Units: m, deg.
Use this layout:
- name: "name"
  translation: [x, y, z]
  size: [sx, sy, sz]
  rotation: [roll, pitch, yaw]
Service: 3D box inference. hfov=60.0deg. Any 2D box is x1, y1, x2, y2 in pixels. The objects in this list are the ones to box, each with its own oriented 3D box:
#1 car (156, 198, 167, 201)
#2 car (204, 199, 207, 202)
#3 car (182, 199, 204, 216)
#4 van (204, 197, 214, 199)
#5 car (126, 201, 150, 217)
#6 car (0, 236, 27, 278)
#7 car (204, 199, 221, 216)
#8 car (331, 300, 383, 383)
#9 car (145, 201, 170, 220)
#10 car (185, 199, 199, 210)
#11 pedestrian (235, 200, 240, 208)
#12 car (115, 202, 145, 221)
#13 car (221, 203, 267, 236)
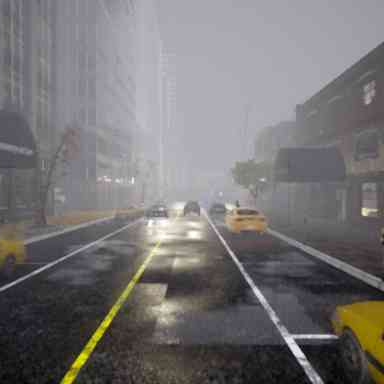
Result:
- name: "car"
  translation: [-5.725, 1.861, 63.285]
  size: [1.967, 1.590, 4.097]
  rotation: [-1, 0, 0]
- name: "car"
  translation: [2.665, 1.855, 41.135]
  size: [1.802, 1.307, 4.206]
  rotation: [-1, 0, 0]
- name: "car"
  translation: [0.020, 1.746, 36.168]
  size: [1.837, 1.490, 4.892]
  rotation: [0, 0, 1]
- name: "van"
  translation: [2.658, 1.688, 52.205]
  size: [1.690, 1.788, 3.998]
  rotation: [-1, 0, 0]
- name: "car"
  translation: [-5.714, 1.762, 35.440]
  size: [1.752, 1.417, 4.829]
  rotation: [-1, 0, 0]
- name: "car"
  translation: [-5.704, 1.578, 7.767]
  size: [1.752, 1.417, 4.829]
  rotation: [-1, 0, 0]
- name: "car"
  translation: [2.667, 1.802, 35.601]
  size: [1.947, 1.339, 4.313]
  rotation: [-1, 0, 0]
- name: "car"
  translation: [2.678, 1.543, 2.565]
  size: [1.752, 1.417, 4.829]
  rotation: [-1, 0, 0]
- name: "car"
  translation: [-3.105, 1.769, 30.817]
  size: [1.994, 1.385, 4.181]
  rotation: [0, 0, 0]
- name: "car"
  translation: [0.001, 1.801, 48.690]
  size: [1.882, 1.535, 5.008]
  rotation: [0, 0, 0]
- name: "pedestrian"
  translation: [2.993, 1.442, 22.209]
  size: [0.375, 1.860, 0.375]
  rotation: [-1, 1, -2]
- name: "car"
  translation: [-5.712, 1.725, 29.905]
  size: [1.752, 1.417, 4.829]
  rotation: [-1, 0, 0]
- name: "car"
  translation: [2.994, 1.606, 19.218]
  size: [1.882, 1.535, 5.008]
  rotation: [0, 0, 0]
